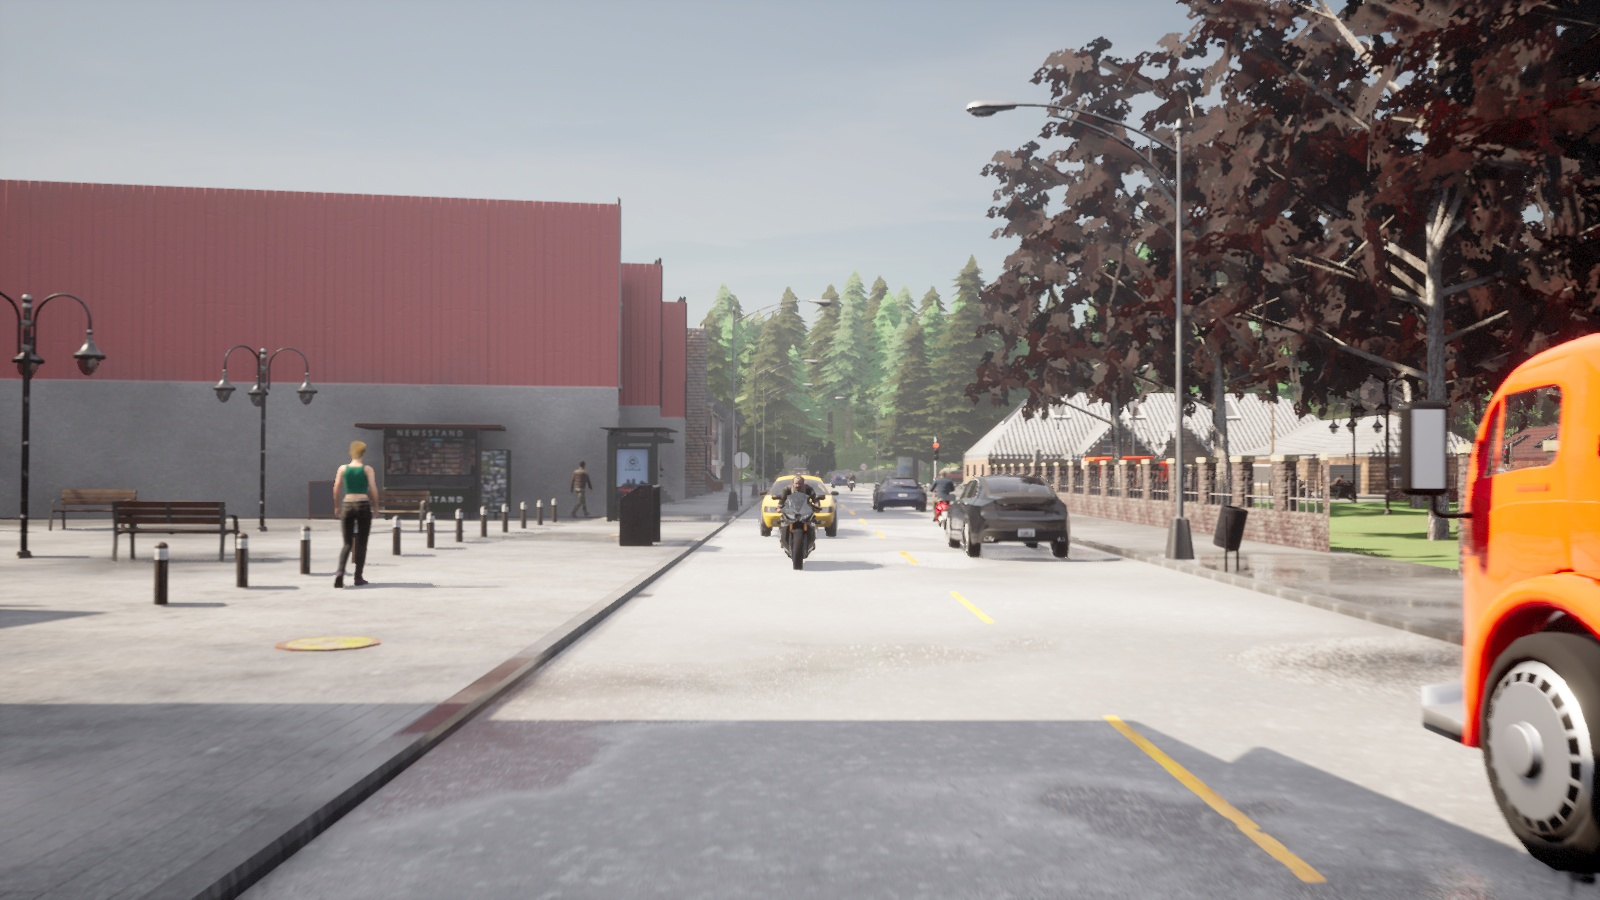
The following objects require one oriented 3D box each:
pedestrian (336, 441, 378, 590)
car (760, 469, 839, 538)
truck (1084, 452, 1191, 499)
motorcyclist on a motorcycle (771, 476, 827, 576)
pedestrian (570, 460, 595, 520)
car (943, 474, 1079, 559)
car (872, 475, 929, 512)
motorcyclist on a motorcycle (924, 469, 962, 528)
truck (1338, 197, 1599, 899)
[{"bbox_3d":[-5.534,0.807,15.707,0.345,1.836,0.594,0,-1,-5],"label":"pedestrian"},{"bbox_3d":[-0.022,1.280,31.475,1.801,1.575,5.366,0,-1,0],"label":"car"},{"bbox_3d":[18.817,1.439,70.181,5.204,2.467,2.627,-1,-1,-2],"label":"truck"},{"bbox_3d":[-0.022,1.192,20.477,0.866,1.530,2.191,0,-1,0],"label":"motorcyclist on a motorcycle"},{"bbox_3d":[-6.841,1.254,39.536,0.431,1.840,0.703,-1,-1,28],"label":"pedestrian"},{"bbox_3d":[3.981,1.213,24.500,1.837,1.490,4.892,0,-1,0],"label":"car"},{"bbox_3d":[3.957,1.699,50.004,1.994,1.385,4.181,0,-1,1],"label":"car"},{"bbox_3d":[3.957,1.335,34.836,0.866,1.590,1.817,0,-1,1],"label":"motorcyclist on a motorcycle"},{"bbox_3d":[3.994,0.372,3.618,2.627,2.467,5.204,0,-1,0],"label":"truck"}]
